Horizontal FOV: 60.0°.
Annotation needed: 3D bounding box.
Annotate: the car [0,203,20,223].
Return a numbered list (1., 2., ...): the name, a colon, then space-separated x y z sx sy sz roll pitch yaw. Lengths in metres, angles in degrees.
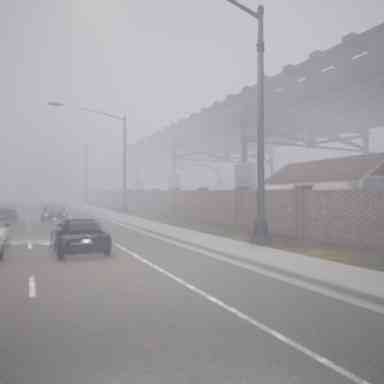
1. car: -14.698 1.567 26.092 1.882 1.535 5.008 0 1 -26

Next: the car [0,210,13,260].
1. car: -7.914 1.639 12.364 1.812 1.442 4.674 0 0 -26

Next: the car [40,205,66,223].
1. car: -11.137 1.719 26.764 1.895 1.301 4.718 0 0 -26

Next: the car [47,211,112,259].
1. car: -4.567 1.697 13.482 1.994 1.385 4.181 0 0 -26
